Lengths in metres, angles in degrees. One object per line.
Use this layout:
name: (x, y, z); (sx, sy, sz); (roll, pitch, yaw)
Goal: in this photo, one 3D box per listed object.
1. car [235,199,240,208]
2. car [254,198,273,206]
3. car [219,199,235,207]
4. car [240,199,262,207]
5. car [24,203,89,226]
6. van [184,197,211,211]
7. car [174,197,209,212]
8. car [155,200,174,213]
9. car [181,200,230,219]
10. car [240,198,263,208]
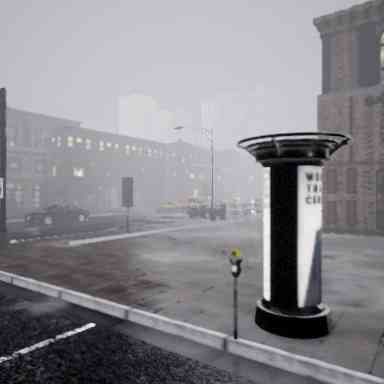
car: (7.055, 1.797, 53.517); (1.752, 1.417, 4.829); (0, -1, 35)
car: (13.505, 1.884, 62.701); (2.008, 1.369, 4.403); (0, -1, 35)
car: (3.977, 1.793, 49.134); (2.008, 1.369, 4.403); (0, -1, 35)
car: (10.329, 1.853, 58.179); (2.008, 1.369, 4.403); (0, -1, 35)
car: (-9.965, 1.608, 24.813); (1.837, 1.490, 4.892); (0, 0, 32)
van: (0.800, 1.555, 44.614); (1.690, 1.788, 3.998); (0, -1, 35)
car: (0.380, 1.542, 39.488); (2.097, 1.767, 4.553); (0, 0, 35)
car: (-2.473, 1.711, 39.951); (1.752, 1.417, 4.829); (0, -1, 35)
car: (1.351, 1.694, 30.723); (1.887, 1.381, 4.507); (0, -1, 35)
car: (9.947, 1.676, 52.948); (1.895, 1.301, 4.718); (0, 0, 35)
